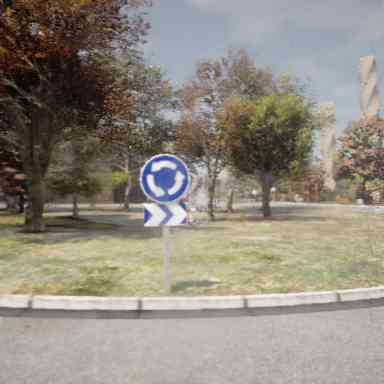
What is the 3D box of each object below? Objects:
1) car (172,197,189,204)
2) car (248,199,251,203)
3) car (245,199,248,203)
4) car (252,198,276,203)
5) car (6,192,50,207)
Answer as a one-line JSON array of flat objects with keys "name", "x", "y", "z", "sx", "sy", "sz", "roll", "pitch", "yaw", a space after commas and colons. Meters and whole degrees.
[{"name": "car", "x": -2.959, "y": 1.623, "z": 56.206, "sx": 4.892, "sy": 1.490, "sz": 1.837, "roll": -1, "pitch": 0, "yaw": 2}, {"name": "car", "x": 18.314, "y": 2.580, "z": 89.479, "sx": 4.792, "sy": 1.488, "sz": 2.163, "roll": -1, "pitch": -3, "yaw": 2}, {"name": "car", "x": 18.184, "y": 2.685, "z": 92.243, "sx": 5.366, "sy": 1.575, "sz": 1.946, "roll": -1, "pitch": -3, "yaw": 2}, {"name": "car", "x": 18.020, "y": 2.135, "z": 81.237, "sx": 4.892, "sy": 1.521, "sz": 2.231, "roll": -1, "pitch": -3, "yaw": 2}, {"name": "car", "x": -23.212, "y": 1.034, "z": 47.328, "sx": 2.150, "sy": 2.045, "sz": 5.566, "roll": -1, "pitch": -2, "yaw": 44}]
